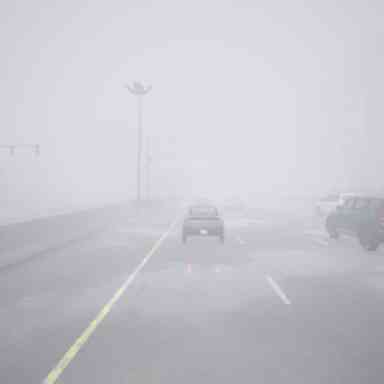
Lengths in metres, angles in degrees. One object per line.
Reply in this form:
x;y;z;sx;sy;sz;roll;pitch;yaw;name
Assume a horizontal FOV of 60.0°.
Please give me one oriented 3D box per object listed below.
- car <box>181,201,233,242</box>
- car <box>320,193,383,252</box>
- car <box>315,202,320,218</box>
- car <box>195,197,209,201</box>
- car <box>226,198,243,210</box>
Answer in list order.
0.524;1.387;15.769;2.128;1.511;4.902;0;0;1;car
7.463;1.151;13.680;2.150;2.045;5.566;0;1;2;car
11.283;1.082;25.339;2.150;2.045;5.566;0;0;1;car
1.105;1.304;36.819;2.033;1.411;5.357;0;0;2;car
4.632;1.361;37.741;1.895;1.301;4.718;0;0;2;car
